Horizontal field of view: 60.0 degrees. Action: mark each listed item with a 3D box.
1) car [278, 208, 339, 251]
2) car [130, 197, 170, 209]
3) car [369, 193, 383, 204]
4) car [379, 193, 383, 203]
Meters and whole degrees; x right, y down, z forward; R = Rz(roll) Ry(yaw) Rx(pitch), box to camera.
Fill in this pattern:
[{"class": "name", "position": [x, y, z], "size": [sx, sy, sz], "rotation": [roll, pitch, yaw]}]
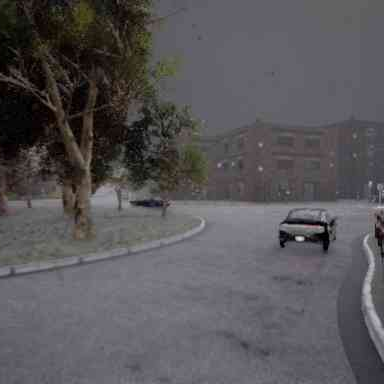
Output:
[{"class": "car", "position": [4.957, 1.424, 13.991], "size": [2.128, 1.511, 4.902], "rotation": [1, 1, 27]}, {"class": "car", "position": [-4.789, 1.181, 37.371], "size": [4.718, 1.301, 1.895], "rotation": [1, 1, 37]}, {"class": "car", "position": [27.766, 0.828, 47.524], "size": [2.185, 1.767, 4.553], "rotation": [0, 1, -23]}, {"class": "car", "position": [30.296, 0.931, 48.636], "size": [2.097, 1.535, 5.008], "rotation": [0, 1, -23]}]
